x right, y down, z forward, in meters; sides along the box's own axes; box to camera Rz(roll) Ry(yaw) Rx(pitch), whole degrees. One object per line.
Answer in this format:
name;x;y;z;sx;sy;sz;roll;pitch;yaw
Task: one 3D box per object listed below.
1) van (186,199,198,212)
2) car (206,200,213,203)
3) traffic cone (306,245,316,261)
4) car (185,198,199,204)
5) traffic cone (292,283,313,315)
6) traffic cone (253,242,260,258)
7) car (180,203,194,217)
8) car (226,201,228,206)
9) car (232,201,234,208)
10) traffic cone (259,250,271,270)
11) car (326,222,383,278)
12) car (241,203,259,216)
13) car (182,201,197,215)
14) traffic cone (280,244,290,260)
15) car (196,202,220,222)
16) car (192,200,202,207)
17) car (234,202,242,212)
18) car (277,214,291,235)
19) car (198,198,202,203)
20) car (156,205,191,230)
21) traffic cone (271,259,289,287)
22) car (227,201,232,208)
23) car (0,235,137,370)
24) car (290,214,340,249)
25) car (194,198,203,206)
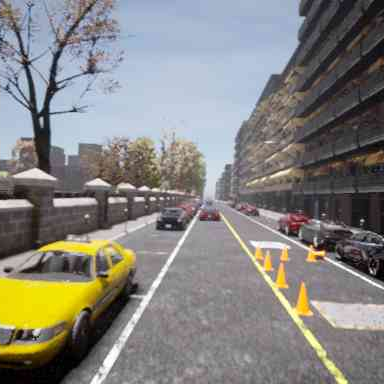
van;0.035;1.997;51.145;1.690;1.788;3.998;2;-1;3
car;4.814;3.032;94.021;1.994;1.385;4.181;2;-1;3
traffic cone;4.539;2.310;12.649;0.340;0.580;0.340;2;-1;3
car;-0.519;1.918;39.897;1.967;1.590;4.097;2;-1;3
traffic cone;2.250;2.138;6.755;0.340;0.580;0.340;2;-1;3
traffic cone;2.544;2.225;12.747;0.340;0.580;0.340;2;-1;3
car;-1.076;1.888;28.653;1.802;1.307;4.206;2;-1;3
car;10.044;2.998;84.466;1.967;1.590;4.097;2;-1;3
car;8.937;2.777;61.973;1.802;1.307;4.206;2;-1;3
traffic cone;2.446;2.196;10.749;0.340;0.580;0.340;2;-1;3
car;6.460;1.989;11.368;1.947;1.339;4.313;2;-1;3
car;8.112;2.509;45.103;1.802;1.307;4.206;2;-1;3
car;-0.799;1.934;34.275;1.887;1.381;4.507;2;-1;3
traffic cone;3.542;2.267;12.698;0.340;0.580;0.340;2;-1;3
car;1.701;2.034;32.030;1.994;1.385;4.181;2;-1;3
car;1.126;2.581;73.634;1.947;1.339;4.313;2;-1;3
car;8.668;2.546;56.352;1.967;1.590;4.097;2;-1;3
car;7.013;2.130;22.615;1.887;1.381;4.507;2;-1;3
car;-0.239;1.882;45.522;2.192;1.841;5.009;2;-1;3
car;-1.350;1.791;23.030;1.947;1.339;4.313;2;-1;3
traffic cone;2.348;2.167;8.752;0.340;0.580;0.340;2;-1;3
car;9.488;2.941;73.219;1.947;1.339;4.313;2;-1;3
car;-2.184;1.505;5.991;1.752;1.417;4.829;2;-1;3
car;6.737;2.055;16.992;2.008;1.369;4.403;2;-1;3
car;1.687;2.513;84.883;2.192;1.841;5.009;2;-1;3
